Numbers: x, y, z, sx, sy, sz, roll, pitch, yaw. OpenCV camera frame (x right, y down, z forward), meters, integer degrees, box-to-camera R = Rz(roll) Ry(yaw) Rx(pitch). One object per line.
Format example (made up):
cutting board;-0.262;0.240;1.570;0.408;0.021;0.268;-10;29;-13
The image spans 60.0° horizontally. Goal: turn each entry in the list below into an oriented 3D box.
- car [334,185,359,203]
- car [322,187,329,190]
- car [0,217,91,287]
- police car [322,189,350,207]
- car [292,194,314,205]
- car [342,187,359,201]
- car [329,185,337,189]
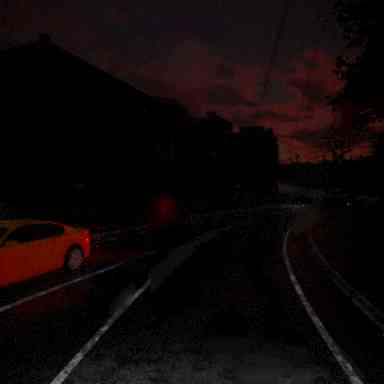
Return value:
car;22.534;0.428;48.133;2.150;2.045;5.566;0;1;31
car;34.474;-0.638;84.587;2.033;1.411;5.357;0;3;8
car;-4.577;1.430;8.151;1.882;1.535;5.008;0;0;19
police car;17.086;0.860;39.670;1.930;1.638;5.238;0;1;34
car;15.013;0.996;45.022;1.895;1.301;4.718;0;1;33
car;25.565;0.273;53.502;2.150;2.045;5.566;0;1;28
car;31.326;-0.443;71.017;2.150;2.045;5.566;0;2;14
